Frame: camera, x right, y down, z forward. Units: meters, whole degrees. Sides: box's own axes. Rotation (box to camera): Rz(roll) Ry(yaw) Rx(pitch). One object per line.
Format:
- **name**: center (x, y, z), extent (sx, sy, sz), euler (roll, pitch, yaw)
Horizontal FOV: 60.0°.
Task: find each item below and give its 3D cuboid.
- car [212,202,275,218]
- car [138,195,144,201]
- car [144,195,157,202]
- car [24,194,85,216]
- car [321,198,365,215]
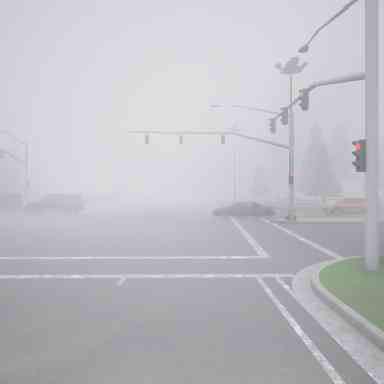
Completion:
- **car**: center (4.440, 1.548, 29.078), extent (5.357, 1.411, 2.033), euler (0, 0, -1)
- **car**: center (-12.447, 1.524, 84.877), extent (1.812, 1.442, 4.674), euler (0, 0, 0)
- **car**: center (-8.956, 1.540, 74.883), extent (2.033, 1.411, 5.357), euler (0, 0, 0)
- **car**: center (-13.262, 1.221, 32.316), extent (5.566, 2.045, 2.150), euler (0, 0, -1)
- **car**: center (15.204, 1.352, 32.739), extent (4.553, 1.767, 2.097), euler (0, 0, -1)
